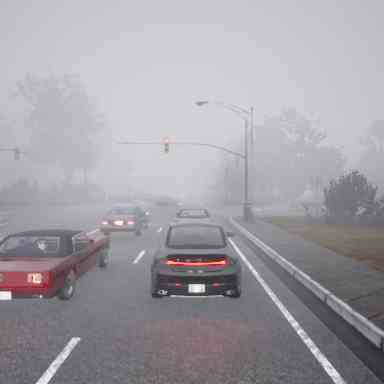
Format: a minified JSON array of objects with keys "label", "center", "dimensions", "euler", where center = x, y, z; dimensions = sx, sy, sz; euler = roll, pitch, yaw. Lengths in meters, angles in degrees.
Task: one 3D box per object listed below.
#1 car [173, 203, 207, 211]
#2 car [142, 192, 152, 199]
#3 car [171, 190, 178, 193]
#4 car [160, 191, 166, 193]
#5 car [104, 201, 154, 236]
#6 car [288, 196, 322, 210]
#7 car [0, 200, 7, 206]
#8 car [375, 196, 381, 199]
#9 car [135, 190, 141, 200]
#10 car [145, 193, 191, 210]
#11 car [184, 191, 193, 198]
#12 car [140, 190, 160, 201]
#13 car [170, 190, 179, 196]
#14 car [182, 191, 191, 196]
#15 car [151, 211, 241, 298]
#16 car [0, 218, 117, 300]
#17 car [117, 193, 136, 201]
[{"label":"car","center":[0.064,1.503,17.733],"dimensions":[1.895,1.301,4.718],"euler":[0,0,0]},{"label":"car","center":[-11.110,0.784,82.509],"dimensions":[1.882,1.535,5.008],"euler":[0,1,-2]},{"label":"car","center":[-4.219,0.793,84.799],"dimensions":[2.128,1.511,4.902],"euler":[0,1,-4]},{"label":"car","center":[-7.263,0.990,71.461],"dimensions":[2.033,1.411,5.357],"euler":[0,1,-1]},{"label":"car","center":[-3.462,1.449,17.826],"dimensions":[2.033,1.411,5.357],"euler":[0,0,-1]},{"label":"car","center":[13.632,1.231,38.476],"dimensions":[4.902,1.511,2.128],"euler":[0,0,-3]},{"label":"car","center":[-25.000,1.279,39.438],"dimensions":[5.357,1.411,2.033],"euler":[0,0,1]},{"label":"car","center":[23.754,0.958,39.075],"dimensions":[5.566,2.045,2.150],"euler":[0,0,-3]},{"label":"car","center":[-10.718,0.705,68.664],"dimensions":[2.150,2.045,5.566],"euler":[0,1,-1]},{"label":"car","center":[-2.872,1.230,38.611],"dimensions":[2.128,1.511,4.902],"euler":[-1,1,-42]},{"label":"car","center":[-0.747,0.813,85.339],"dimensions":[1.994,1.385,4.181],"euler":[0,1,-4]},{"label":"car","center":[-7.242,0.937,58.056],"dimensions":[2.097,1.767,4.553],"euler":[0,0,0]},{"label":"car","center":[-4.988,0.317,94.846],"dimensions":[2.097,1.767,4.553],"euler":[0,1,-7]},{"label":"car","center":[-1.508,0.498,95.216],"dimensions":[2.033,1.411,5.357],"euler":[0,1,-7]},{"label":"car","center":[0.080,1.476,8.420],"dimensions":[1.837,1.490,4.892],"euler":[0,0,0]},{"label":"car","center":[-3.421,1.573,8.237],"dimensions":[1.895,1.301,4.718],"euler":[0,0,0]},{"label":"car","center":[-10.735,1.185,53.534],"dimensions":[1.994,1.385,4.181],"euler":[0,0,0]}]
